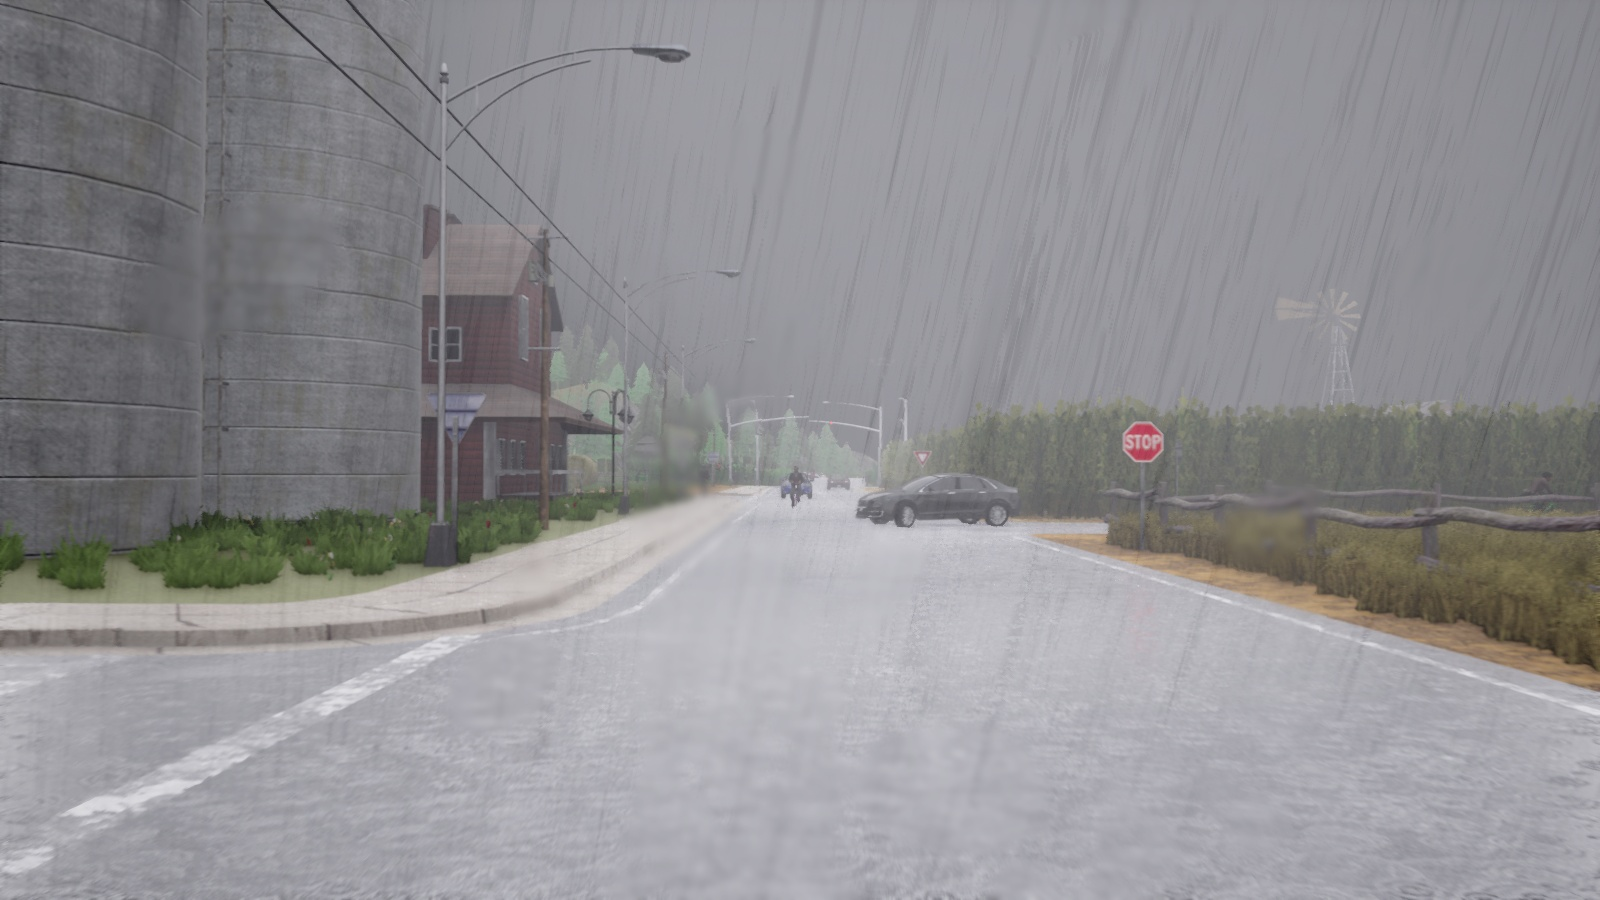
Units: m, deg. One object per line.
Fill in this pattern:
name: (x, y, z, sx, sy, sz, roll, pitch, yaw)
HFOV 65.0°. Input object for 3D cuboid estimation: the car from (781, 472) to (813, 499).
car: (-0.170, 2.019, 71.403, 1.816, 1.474, 4.193, 0, -1, 0)

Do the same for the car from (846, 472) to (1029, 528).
car: (3.922, 1.405, 35.921, 4.892, 1.490, 1.837, 0, -2, -21)

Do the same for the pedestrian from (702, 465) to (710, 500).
pedestrian: (-5.073, 1.741, 67.597, 0.376, 1.854, 0.720, 0, -1, -7)
